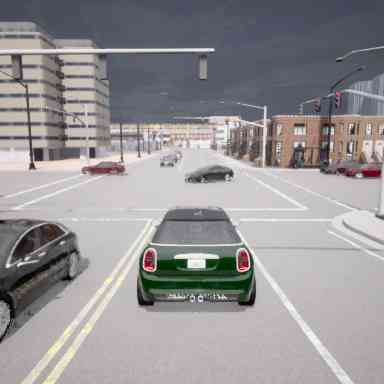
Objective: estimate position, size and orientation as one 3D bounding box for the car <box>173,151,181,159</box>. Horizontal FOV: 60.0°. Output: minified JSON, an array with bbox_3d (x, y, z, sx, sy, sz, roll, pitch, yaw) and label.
[{"bbox_3d":[-3.487,-5.930,58.207,1.882,1.535,5.008,0,9,0],"label":"car"}]

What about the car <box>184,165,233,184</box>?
[{"bbox_3d":[1.511,-1.610,29.470,4.892,1.490,1.837,-6,8,-36],"label":"car"}]

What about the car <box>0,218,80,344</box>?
[{"bbox_3d":[-3.576,1.335,6.090,1.837,1.490,4.892,0,3,0],"label":"car"}]

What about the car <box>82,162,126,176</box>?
[{"bbox_3d":[-9.485,-2.548,35.897,4.674,1.442,1.812,0,8,0],"label":"car"}]

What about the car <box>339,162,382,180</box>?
[{"bbox_3d":[17.464,-2.065,32.295,5.008,1.535,1.882,0,8,0],"label":"car"}]

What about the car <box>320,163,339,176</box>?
[{"bbox_3d":[16.675,-2.515,35.779,5.357,1.411,2.033,0,8,0],"label":"car"}]

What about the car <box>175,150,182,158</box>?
[{"bbox_3d":[-3.403,-7.270,67.502,1.812,1.442,4.674,0,8,1],"label":"car"}]

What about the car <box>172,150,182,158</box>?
[{"bbox_3d":[-3.376,-8.943,77.551,2.097,1.767,4.553,0,8,0],"label":"car"}]

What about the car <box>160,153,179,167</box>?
[{"bbox_3d":[-3.535,-4.521,48.870,2.128,1.511,4.902,0,8,1],"label":"car"}]

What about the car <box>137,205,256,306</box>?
[{"bbox_3d":[0.088,1.074,7.671,2.097,1.767,4.553,0,4,0],"label":"car"}]
